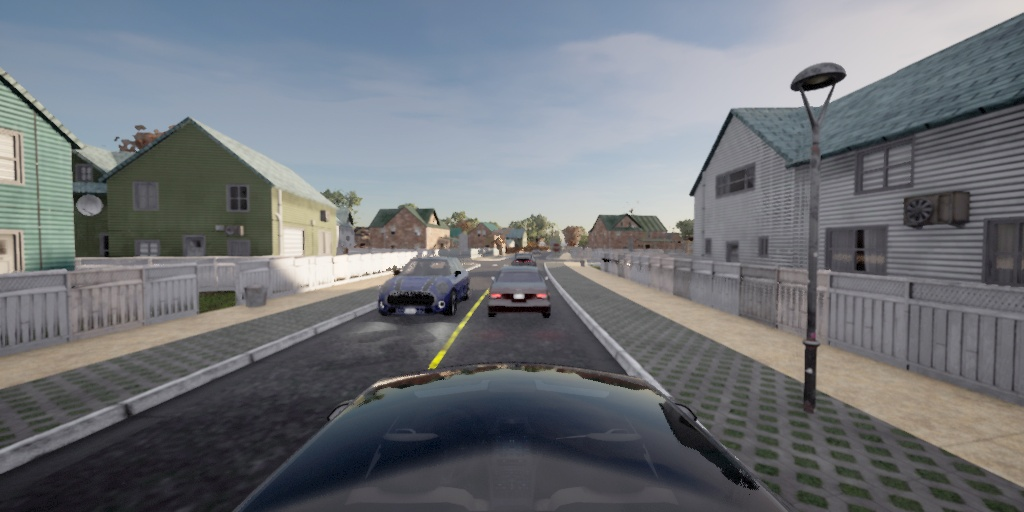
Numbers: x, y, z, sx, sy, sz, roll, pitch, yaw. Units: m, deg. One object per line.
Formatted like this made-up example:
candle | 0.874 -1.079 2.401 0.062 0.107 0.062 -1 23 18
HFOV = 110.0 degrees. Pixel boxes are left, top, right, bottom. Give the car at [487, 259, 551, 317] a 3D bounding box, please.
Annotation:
car | 0.244 1.017 11.717 2.033 1.411 5.357 0 2 2

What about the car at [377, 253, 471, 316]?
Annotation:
car | -2.672 0.818 11.826 2.097 1.767 4.553 0 2 2

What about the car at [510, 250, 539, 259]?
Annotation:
car | 0.923 0.529 27.590 1.837 1.490 4.892 0 1 3
